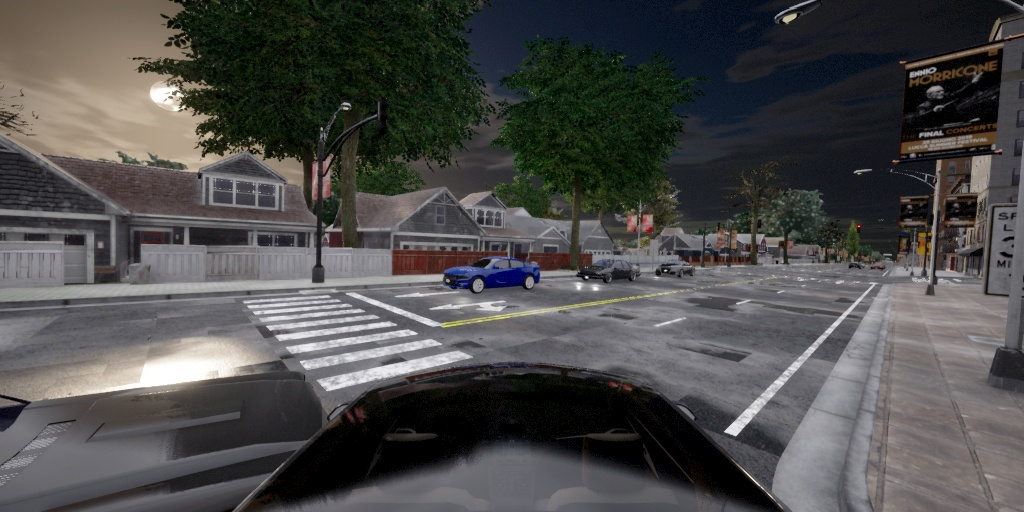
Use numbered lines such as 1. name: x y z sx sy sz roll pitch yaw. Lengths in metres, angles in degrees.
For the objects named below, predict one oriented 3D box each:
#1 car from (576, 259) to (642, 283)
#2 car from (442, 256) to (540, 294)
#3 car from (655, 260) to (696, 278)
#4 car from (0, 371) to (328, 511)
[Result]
1. car: 6.469 0.917 23.417 5.357 1.411 2.033 1 2 -43
2. car: -0.829 0.775 16.637 5.008 1.535 1.882 1 3 -43
3. car: 13.800 1.010 30.197 4.181 1.385 1.994 1 2 -43
4. car: -3.321 1.275 1.498 4.718 1.301 1.895 1 2 -33
